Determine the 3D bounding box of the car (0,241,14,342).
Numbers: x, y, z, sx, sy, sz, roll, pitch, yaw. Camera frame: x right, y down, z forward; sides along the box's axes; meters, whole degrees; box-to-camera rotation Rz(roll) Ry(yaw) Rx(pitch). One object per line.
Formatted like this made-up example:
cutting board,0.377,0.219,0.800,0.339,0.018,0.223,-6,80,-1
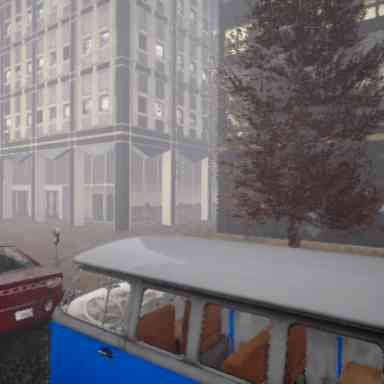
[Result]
car,-4.072,1.494,5.781,4.507,1.381,1.887,1,0,36

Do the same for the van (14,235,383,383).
van,0.567,1.335,2.470,3.998,1.788,1.690,1,0,36
